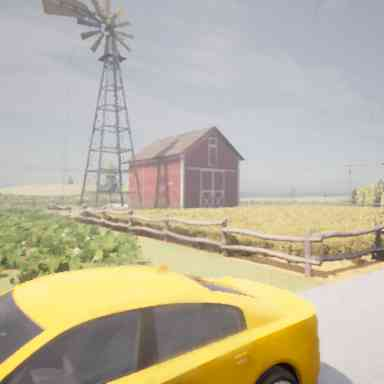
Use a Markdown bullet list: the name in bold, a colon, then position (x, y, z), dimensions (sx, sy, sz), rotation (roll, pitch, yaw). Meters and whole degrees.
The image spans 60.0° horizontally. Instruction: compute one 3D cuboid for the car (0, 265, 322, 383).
- **car**: position (-0.977, 1.483, 2.803), dimensions (5.008, 1.535, 1.882), rotation (1, -1, -35)
